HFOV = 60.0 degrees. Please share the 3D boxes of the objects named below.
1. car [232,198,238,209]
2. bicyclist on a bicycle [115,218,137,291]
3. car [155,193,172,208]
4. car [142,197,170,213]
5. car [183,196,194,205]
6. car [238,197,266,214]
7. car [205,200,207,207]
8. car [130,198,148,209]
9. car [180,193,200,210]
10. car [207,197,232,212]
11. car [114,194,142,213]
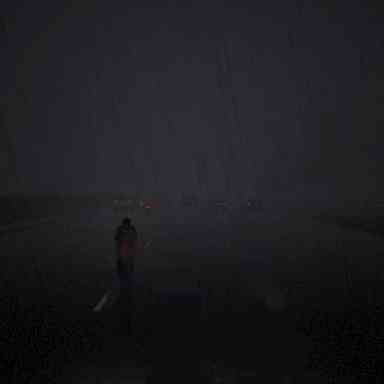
[{"bbox_3d":[6.493,1.543,45.480,2.033,1.411,5.357,0,0,0],"label":"car"},{"bbox_3d":[-1.592,1.453,8.035,0.582,1.620,1.656,0,-2,-7],"label":"bicyclist on a bicycle"},{"bbox_3d":[-4.016,1.217,46.350,2.150,2.045,5.566,0,0,0],"label":"car"},{"bbox_3d":[-3.819,1.544,36.105,2.033,1.411,5.357,0,0,0],"label":"car"},{"bbox_3d":[-0.575,1.472,58.147,1.882,1.535,5.008,0,0,-1],"label":"car"},{"bbox_3d":[6.612,1.349,36.169,2.097,1.767,4.553,0,0,0],"label":"car"},{"bbox_3d":[2.991,1.500,48.047,1.837,1.490,4.892,0,0,0],"label":"car"},{"bbox_3d":[-7.503,1.596,47.449,1.895,1.301,4.718,0,0,0],"label":"car"},{"bbox_3d":[-0.405,1.217,43.831,2.150,2.045,5.566,0,0,-1],"label":"car"},{"bbox_3d":[3.129,1.501,38.635,1.837,1.490,4.892,0,0,0],"label":"car"},{"bbox_3d":[-7.335,1.218,37.686,2.150,2.045,5.566,0,0,-1],"label":"car"}]
